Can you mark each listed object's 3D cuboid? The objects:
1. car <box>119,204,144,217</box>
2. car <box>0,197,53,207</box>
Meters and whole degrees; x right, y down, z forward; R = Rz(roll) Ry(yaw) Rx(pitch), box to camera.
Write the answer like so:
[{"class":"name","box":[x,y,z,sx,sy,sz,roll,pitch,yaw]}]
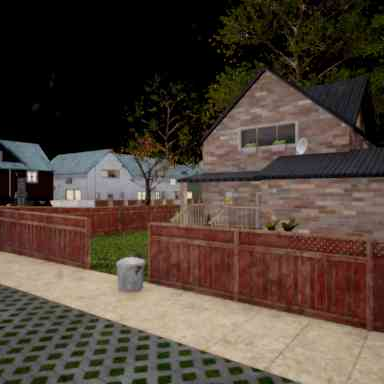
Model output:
[{"class":"car","box":[-5.449,1.843,33.061,1.895,1.301,4.718,0,0,37]},{"class":"car","box":[-12.593,1.348,23.472,2.150,2.045,5.566,0,-1,36]}]
